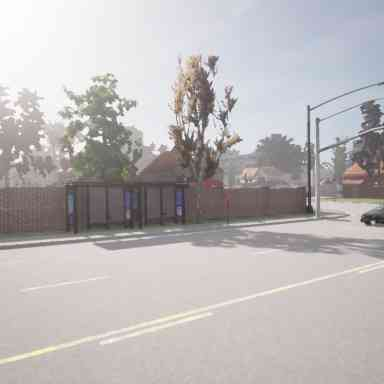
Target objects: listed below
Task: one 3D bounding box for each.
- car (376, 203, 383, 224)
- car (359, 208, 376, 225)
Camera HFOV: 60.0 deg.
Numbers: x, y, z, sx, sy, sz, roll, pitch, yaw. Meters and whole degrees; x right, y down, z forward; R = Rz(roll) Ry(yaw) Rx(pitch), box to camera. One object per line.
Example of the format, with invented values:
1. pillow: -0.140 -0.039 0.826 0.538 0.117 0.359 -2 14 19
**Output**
1. car: 11.525 1.393 16.430 4.902 1.511 2.128 0 0 -35
2. car: 13.224 1.425 21.887 5.357 1.411 2.033 -1 0 -35
